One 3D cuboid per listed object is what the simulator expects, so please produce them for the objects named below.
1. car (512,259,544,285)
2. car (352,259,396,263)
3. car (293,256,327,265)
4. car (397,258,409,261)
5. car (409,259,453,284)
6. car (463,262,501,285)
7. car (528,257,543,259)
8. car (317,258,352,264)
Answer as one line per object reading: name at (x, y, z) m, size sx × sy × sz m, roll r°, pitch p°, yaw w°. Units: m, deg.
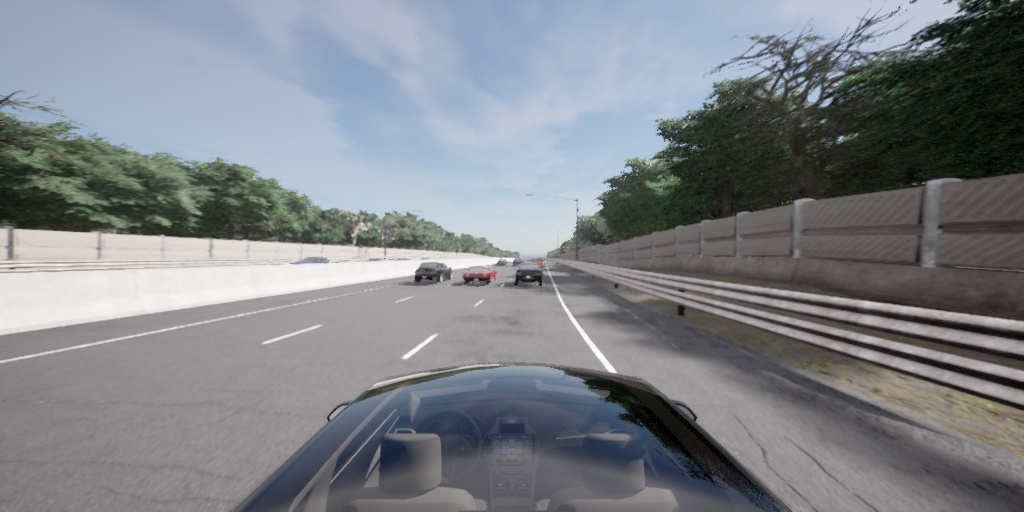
car at (1.270, 1.239, 26.021) m, size 1.882 × 1.535 × 5.008 m, roll 1°, pitch 0°, yaw 5°
car at (-15.194, 1.075, 39.821) m, size 2.128 × 1.511 × 4.902 m, roll 1°, pitch 0°, yaw 5°
car at (-22.207, 0.858, 39.883) m, size 2.097 × 1.767 × 4.553 m, roll 1°, pitch 0°, yaw 5°
car at (-17.289, 1.085, 56.322) m, size 1.812 × 1.442 × 4.674 m, roll 1°, pitch 0°, yaw 5°
car at (-5.707, 1.192, 26.591) m, size 1.837 × 1.490 × 4.892 m, roll 1°, pitch 0°, yaw 5°
car at (-2.220, 1.325, 26.322) m, size 1.895 × 1.301 × 4.718 m, roll 1°, pitch 0°, yaw 5°
car at (3.888, 1.139, 57.440) m, size 2.097 × 1.767 × 4.553 m, roll 1°, pitch 0°, yaw 5°
car at (-18.736, 1.145, 39.409) m, size 1.895 × 1.301 × 4.718 m, roll 1°, pitch 0°, yaw 5°
